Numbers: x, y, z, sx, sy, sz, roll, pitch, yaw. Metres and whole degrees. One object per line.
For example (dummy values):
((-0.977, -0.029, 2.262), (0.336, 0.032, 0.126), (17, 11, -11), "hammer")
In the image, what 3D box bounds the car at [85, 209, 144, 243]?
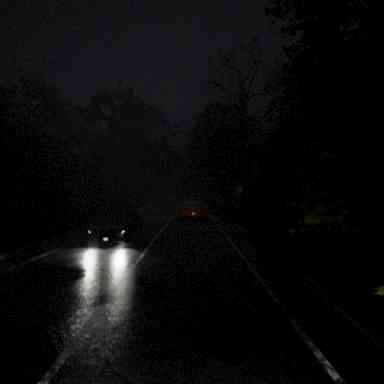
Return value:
((-3.504, 1.521, 16.141), (2.033, 1.411, 5.357), (0, 0, 0), "car")

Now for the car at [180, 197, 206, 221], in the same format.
((0.101, 1.407, 26.462), (1.882, 1.535, 5.008), (0, 0, 0), "car")
